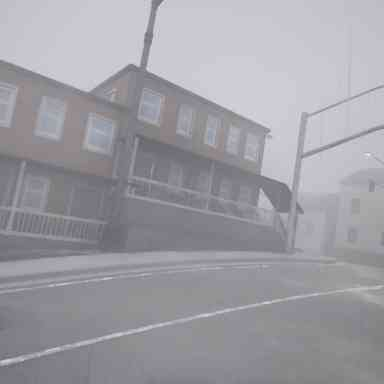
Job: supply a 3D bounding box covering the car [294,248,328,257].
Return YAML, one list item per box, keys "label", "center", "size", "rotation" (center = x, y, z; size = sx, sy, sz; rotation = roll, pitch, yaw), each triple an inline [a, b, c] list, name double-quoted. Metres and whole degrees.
- label: "car"
  center: [9.695, 5.693, 29.284]
  size: [1.812, 1.442, 4.674]
  rotation: [14, -16, -34]
